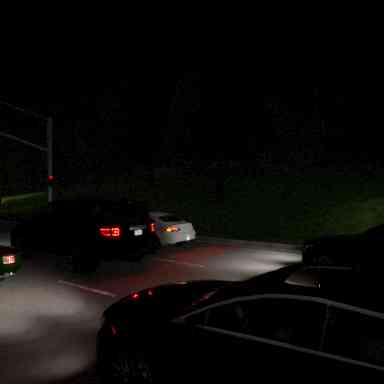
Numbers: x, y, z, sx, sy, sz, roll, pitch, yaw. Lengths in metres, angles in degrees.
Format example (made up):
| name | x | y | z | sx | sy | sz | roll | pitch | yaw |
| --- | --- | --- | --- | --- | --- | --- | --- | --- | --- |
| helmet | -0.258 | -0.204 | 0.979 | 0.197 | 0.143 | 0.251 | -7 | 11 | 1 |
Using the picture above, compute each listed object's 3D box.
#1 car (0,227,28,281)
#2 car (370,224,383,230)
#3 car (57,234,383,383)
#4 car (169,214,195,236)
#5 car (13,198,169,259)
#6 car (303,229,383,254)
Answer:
| name | x | y | z | sx | sy | sz | roll | pitch | yaw |
| --- | --- | --- | --- | --- | --- | --- | --- | --- | --- |
| car | -6.433 | 1.601 | 8.532 | 4.718 | 1.301 | 1.895 | 0 | 0 | 36 |
| car | 5.328 | 1.526 | 8.769 | 4.674 | 1.442 | 1.812 | 0 | 0 | 35 |
| car | 1.110 | 1.492 | 3.199 | 4.902 | 1.511 | 2.128 | 0 | 0 | 35 |
| car | -2.022 | 1.526 | 13.983 | 4.674 | 1.442 | 1.812 | 0 | 0 | 36 |
| car | -3.668 | 1.221 | 10.853 | 5.566 | 2.045 | 2.150 | 0 | 0 | 36 |
| car | 4.704 | 1.547 | 4.939 | 5.357 | 1.411 | 2.033 | 0 | 0 | 35 |
